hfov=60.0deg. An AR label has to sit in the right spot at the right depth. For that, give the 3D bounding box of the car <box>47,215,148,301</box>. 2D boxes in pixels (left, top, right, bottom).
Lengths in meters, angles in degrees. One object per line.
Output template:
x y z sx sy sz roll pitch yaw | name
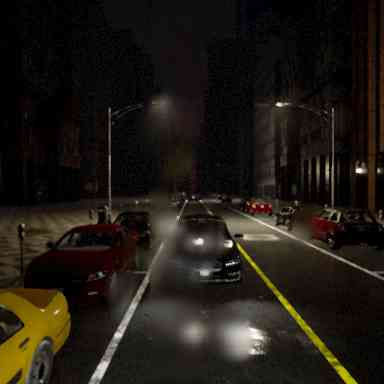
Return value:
-2.402 1.503 8.215 1.887 1.381 4.507 0 0 0 | car

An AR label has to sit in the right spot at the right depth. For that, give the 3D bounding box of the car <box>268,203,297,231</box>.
6.125 1.471 19.574 1.947 1.339 4.313 0 0 0 | car

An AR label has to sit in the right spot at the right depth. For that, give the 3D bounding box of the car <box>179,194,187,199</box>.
-2.388 1.146 87.698 2.008 1.369 4.403 0 0 0 | car

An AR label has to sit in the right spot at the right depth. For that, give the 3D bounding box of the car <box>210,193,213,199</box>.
6.136 1.202 82.027 1.802 1.307 4.206 0 0 0 | car

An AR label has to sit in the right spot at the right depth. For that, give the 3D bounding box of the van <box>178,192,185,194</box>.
-2.394 1.088 53.633 1.690 1.788 3.998 0 0 0 | van

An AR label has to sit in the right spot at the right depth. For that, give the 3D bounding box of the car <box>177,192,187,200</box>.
-2.389 0.934 82.020 2.192 1.841 5.009 0 0 0 | car

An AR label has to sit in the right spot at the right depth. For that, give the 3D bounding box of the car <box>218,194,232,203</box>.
6.132 1.304 59.317 1.802 1.307 4.206 0 0 0 | car

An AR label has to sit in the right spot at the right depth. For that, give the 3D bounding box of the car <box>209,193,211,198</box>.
6.137 1.120 87.874 1.752 1.417 4.829 0 0 0 | car

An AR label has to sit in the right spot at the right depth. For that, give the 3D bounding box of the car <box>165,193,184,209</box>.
-2.396 1.239 42.278 1.967 1.590 4.097 0 0 0 | car

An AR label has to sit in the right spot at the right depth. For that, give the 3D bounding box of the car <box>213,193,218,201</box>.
6.134 1.222 70.671 2.008 1.369 4.403 0 0 0 | car

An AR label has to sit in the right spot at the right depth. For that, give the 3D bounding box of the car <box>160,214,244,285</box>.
0.261 1.456 9.524 1.837 1.490 4.892 0 1 0 | car

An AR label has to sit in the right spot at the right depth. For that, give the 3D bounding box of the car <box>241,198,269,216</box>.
6.127 1.293 30.927 1.967 1.590 4.097 0 0 0 | car

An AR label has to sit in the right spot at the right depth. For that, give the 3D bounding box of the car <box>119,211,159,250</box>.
-2.401 1.497 13.893 1.947 1.339 4.313 0 0 0 | car

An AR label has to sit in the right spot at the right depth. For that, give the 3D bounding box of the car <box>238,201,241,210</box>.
6.128 1.392 36.606 1.947 1.339 4.313 0 0 0 | car

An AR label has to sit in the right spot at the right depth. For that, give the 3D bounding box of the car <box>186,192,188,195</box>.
-2.392 1.011 64.988 2.192 1.841 5.009 0 0 0 | car

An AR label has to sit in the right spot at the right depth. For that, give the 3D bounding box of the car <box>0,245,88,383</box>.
-2.403 1.513 2.368 1.752 1.417 4.829 0 0 0 | car

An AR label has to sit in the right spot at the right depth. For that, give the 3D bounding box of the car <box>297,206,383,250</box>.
6.124 1.372 13.895 1.967 1.590 4.097 0 0 0 | car

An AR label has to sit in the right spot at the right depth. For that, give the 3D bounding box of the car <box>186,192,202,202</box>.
0.373 1.264 64.268 1.994 1.385 4.181 0 0 0 | car
